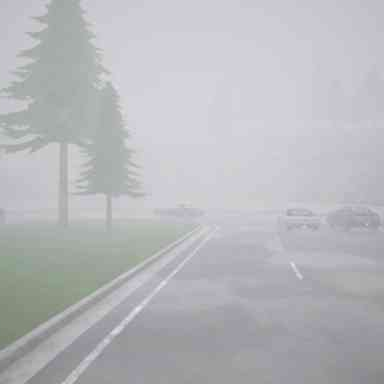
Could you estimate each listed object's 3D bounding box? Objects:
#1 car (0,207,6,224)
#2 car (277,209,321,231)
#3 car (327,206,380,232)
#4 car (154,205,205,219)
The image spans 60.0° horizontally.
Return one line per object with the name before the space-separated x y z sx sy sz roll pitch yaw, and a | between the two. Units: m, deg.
car | -15.654 1.513 23.690 2.097 1.767 4.553 0 0 14
car | 6.892 1.774 22.046 1.895 1.301 4.718 0 0 4
car | 10.349 1.666 21.652 2.128 1.511 4.902 0 0 5
car | -1.272 1.835 31.280 4.718 1.301 1.895 0 -1 33
